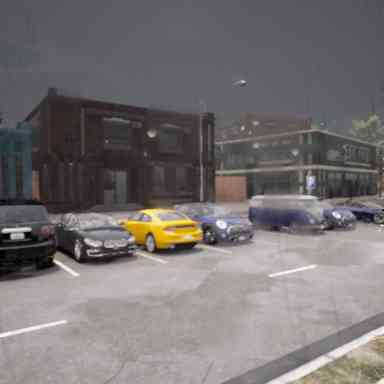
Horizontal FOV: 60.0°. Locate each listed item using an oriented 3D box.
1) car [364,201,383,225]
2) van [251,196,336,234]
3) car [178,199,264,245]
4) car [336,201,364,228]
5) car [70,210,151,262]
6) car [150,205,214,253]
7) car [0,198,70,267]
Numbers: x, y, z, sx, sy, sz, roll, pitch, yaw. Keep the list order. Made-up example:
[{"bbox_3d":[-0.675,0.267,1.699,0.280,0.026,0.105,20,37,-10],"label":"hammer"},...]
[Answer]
[{"bbox_3d":[12.028,1.373,23.478,2.163,1.488,4.792,-1,0,-35],"label":"car"},{"bbox_3d":[5.280,1.192,18.568,1.878,1.987,4.442,0,0,-35],"label":"van"},{"bbox_3d":[0.767,1.319,15.536,2.185,1.767,4.553,0,0,-35],"label":"car"},{"bbox_3d":[7.564,1.270,20.375,2.185,1.767,4.553,-1,0,-35],"label":"car"},{"bbox_3d":[-3.747,1.467,12.293,2.231,1.521,4.892,0,0,-35],"label":"car"},{"bbox_3d":[-1.578,1.455,13.823,2.097,1.535,5.008,0,0,-35],"label":"car"},{"bbox_3d":[-6.024,1.225,10.700,2.435,2.045,5.566,0,0,-35],"label":"car"}]
